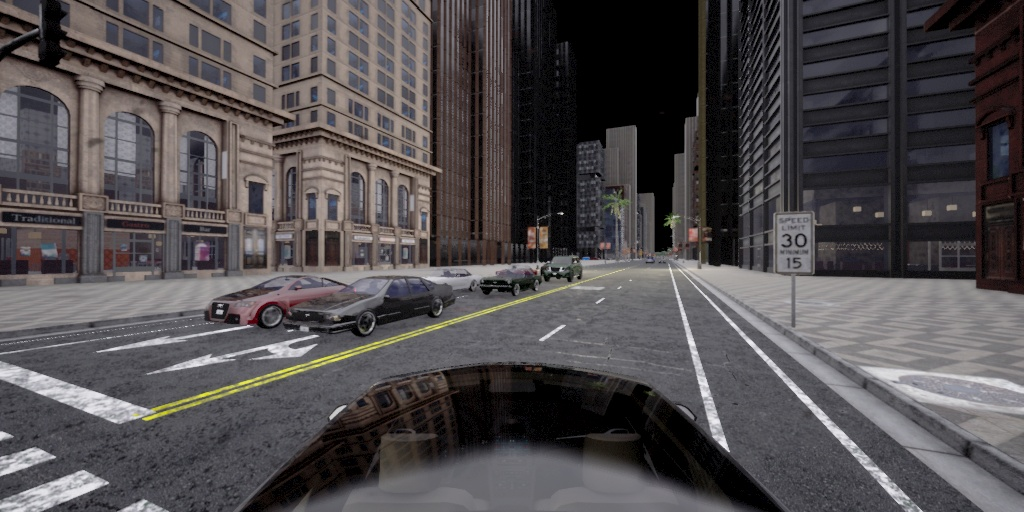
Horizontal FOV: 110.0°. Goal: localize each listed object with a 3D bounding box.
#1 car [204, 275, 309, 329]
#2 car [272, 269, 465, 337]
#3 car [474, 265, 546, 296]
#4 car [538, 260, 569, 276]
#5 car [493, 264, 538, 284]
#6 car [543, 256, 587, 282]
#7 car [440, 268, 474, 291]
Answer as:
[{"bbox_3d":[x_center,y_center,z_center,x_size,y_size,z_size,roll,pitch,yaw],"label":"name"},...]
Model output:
[{"bbox_3d":[-7.007,1.315,11.395,1.994,1.385,4.181,0,0,24],"label":"car"},{"bbox_3d":[-3.753,1.299,10.742,2.033,1.411,5.357,0,0,23],"label":"car"},{"bbox_3d":[0.045,1.356,19.546,1.895,1.301,4.718,0,0,24],"label":"car"},{"bbox_3d":[4.484,1.248,37.943,1.882,1.535,5.008,0,0,24],"label":"car"},{"bbox_3d":[0.407,1.362,28.587,1.895,1.301,4.718,0,0,24],"label":"car"},{"bbox_3d":[4.286,0.984,29.367,2.150,2.045,5.566,0,0,23],"label":"car"},{"bbox_3d":[-3.541,1.356,19.441,1.895,1.301,4.718,0,0,23],"label":"car"}]
